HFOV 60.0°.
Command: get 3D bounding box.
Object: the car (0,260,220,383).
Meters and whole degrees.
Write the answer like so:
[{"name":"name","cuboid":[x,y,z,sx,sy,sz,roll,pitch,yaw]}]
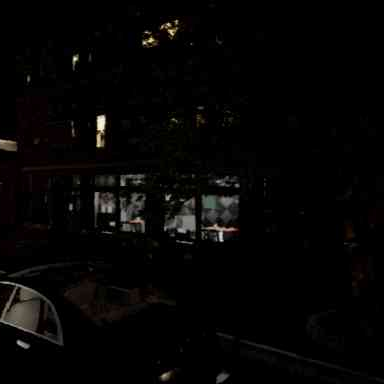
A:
[{"name":"car","cuboid":[-1.766,1.559,4.136,4.403,1.369,2.008,0,1,36]}]
